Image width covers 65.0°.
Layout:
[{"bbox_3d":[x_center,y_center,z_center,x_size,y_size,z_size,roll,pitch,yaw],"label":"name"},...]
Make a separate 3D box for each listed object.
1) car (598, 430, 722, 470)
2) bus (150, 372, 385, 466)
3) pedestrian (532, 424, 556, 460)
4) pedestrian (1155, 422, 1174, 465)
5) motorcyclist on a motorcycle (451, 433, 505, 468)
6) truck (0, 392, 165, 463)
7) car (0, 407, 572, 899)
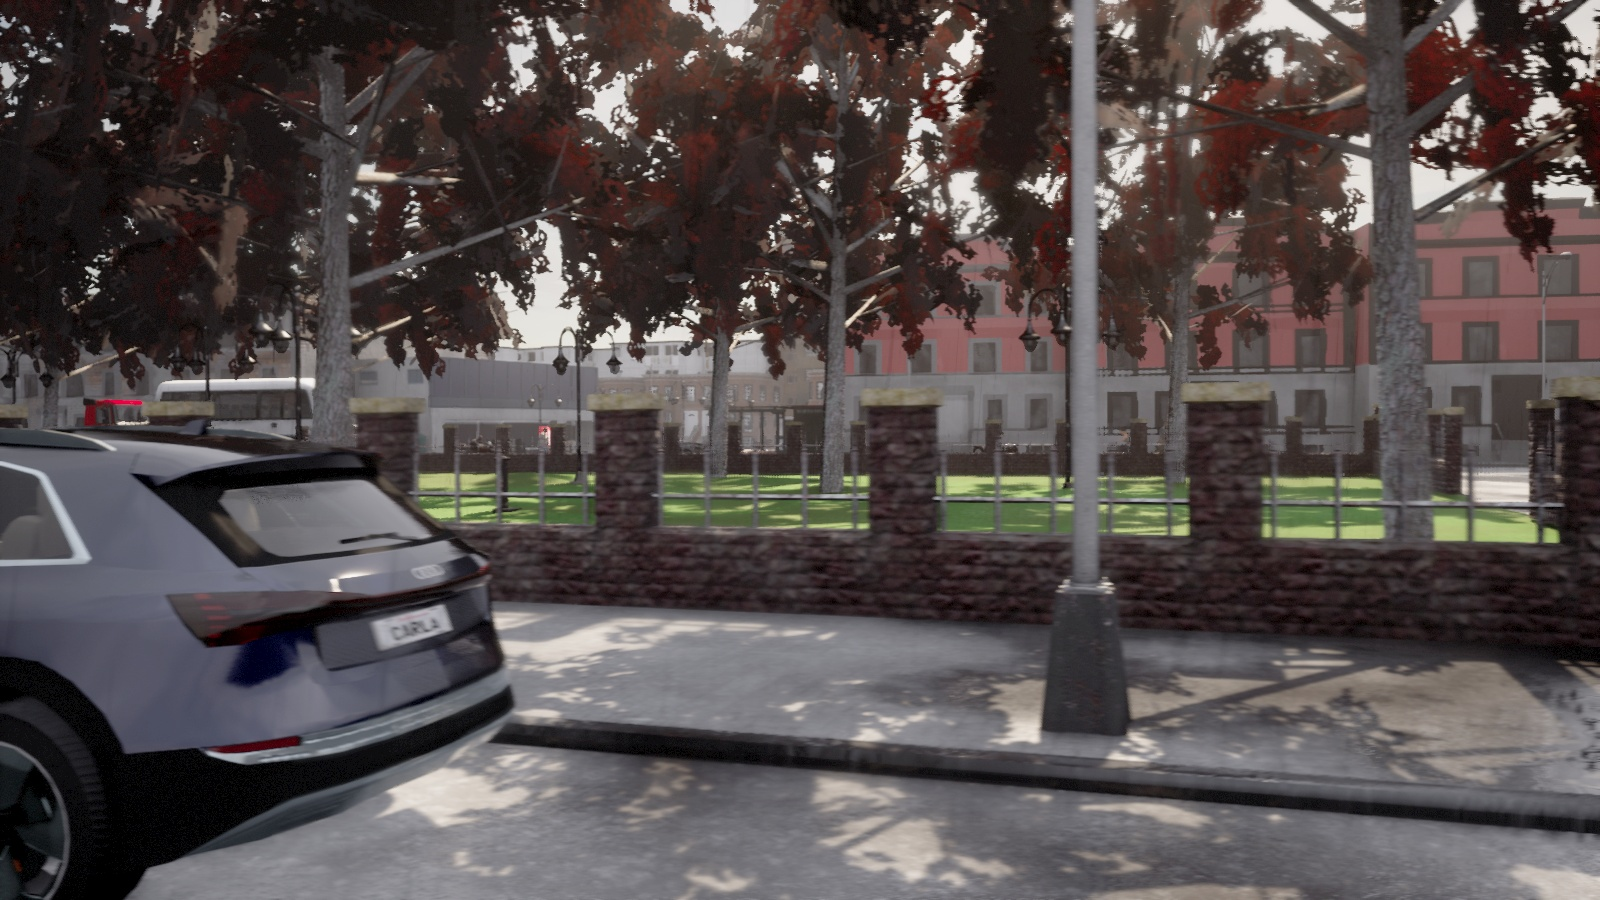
[{"bbox_3d":[-5.943,-0.039,53.507,4.856,1.649,2.033,0,1,19],"label":"car"},{"bbox_3d":[-25.439,-1.449,60.044,10.273,4.253,3.944,0,1,19],"label":"bus"},{"bbox_3d":[-13.306,-0.436,65.218,0.900,1.855,0.874,0,1,18],"label":"pedestrian"},{"bbox_3d":[15.701,-0.268,54.113,0.694,1.848,0.540,0,1,26],"label":"pedestrian"},{"bbox_3d":[-14.457,0.021,56.372,2.191,1.530,0.866,0,1,19],"label":"motorcyclist on a motorcycle"},{"bbox_3d":[-36.513,-1.114,63.764,7.936,3.462,2.891,0,1,18],"label":"truck"},{"bbox_3d":[-3.602,0.682,5.094,4.856,1.649,2.033,0,1,15],"label":"car"}]
